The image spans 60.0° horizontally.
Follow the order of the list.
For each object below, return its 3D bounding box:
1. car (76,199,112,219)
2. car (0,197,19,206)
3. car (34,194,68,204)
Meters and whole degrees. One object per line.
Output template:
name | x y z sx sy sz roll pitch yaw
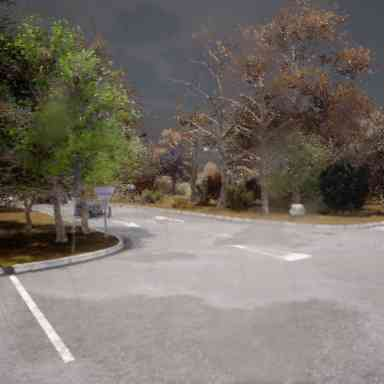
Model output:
car | -8.139 1.241 27.160 1.837 1.490 4.892 -4 3 -36
car | -23.351 0.880 40.175 4.674 1.442 1.812 1 1 -4
car | -18.203 0.630 42.570 4.553 1.767 2.097 0 3 27
